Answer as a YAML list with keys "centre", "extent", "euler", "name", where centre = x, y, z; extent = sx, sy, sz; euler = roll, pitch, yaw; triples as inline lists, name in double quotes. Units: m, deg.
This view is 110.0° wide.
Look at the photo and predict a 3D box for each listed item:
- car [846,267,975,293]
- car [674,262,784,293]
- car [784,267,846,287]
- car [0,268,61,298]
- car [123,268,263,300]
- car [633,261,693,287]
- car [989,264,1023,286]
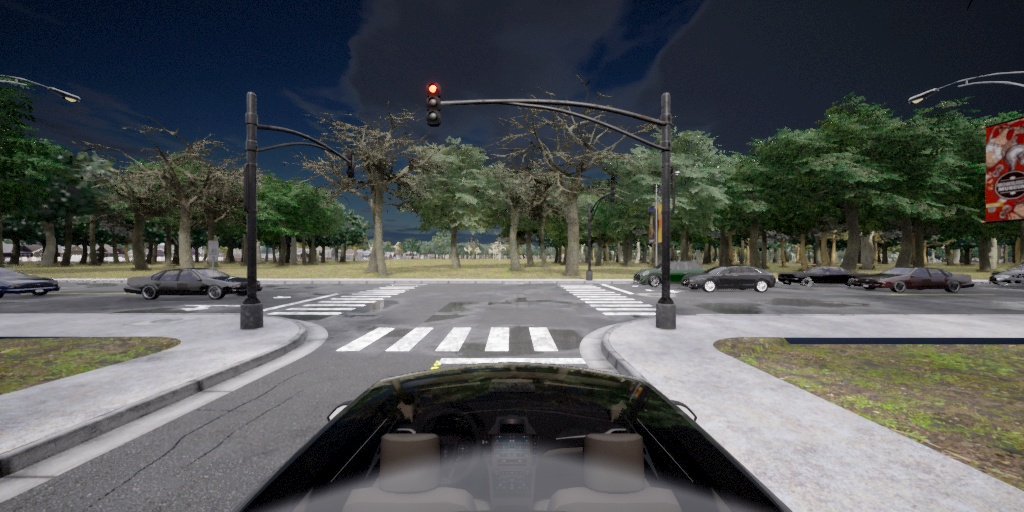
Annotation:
- centre: [22.967, 1.328, 20.572]
  extent: [5.357, 1.411, 2.033]
  euler: [0, 0, 0]
  name: "car"
- centre: [12.326, 1.269, 20.565]
  extent: [4.892, 1.490, 1.837]
  euler: [0, 0, 0]
  name: "car"
- centre: [20.443, 1.373, 23.820]
  extent: [4.718, 1.301, 1.895]
  euler: [0, 0, 0]
  name: "car"
- centre: [-25.188, 1.272, 17.095]
  extent: [5.357, 1.411, 2.033]
  euler: [0, 0, 0]
  name: "car"
- centre: [-15.093, 1.281, 17.100]
  extent: [5.357, 1.411, 2.033]
  euler: [0, 0, 0]
  name: "car"
- centre: [10.478, 1.109, 23.813]
  extent: [4.553, 1.767, 2.097]
  euler: [0, 0, 0]
  name: "car"
- centre: [34.923, 1.285, 23.810]
  extent: [4.902, 1.511, 2.128]
  euler: [0, 0, 0]
  name: "car"
